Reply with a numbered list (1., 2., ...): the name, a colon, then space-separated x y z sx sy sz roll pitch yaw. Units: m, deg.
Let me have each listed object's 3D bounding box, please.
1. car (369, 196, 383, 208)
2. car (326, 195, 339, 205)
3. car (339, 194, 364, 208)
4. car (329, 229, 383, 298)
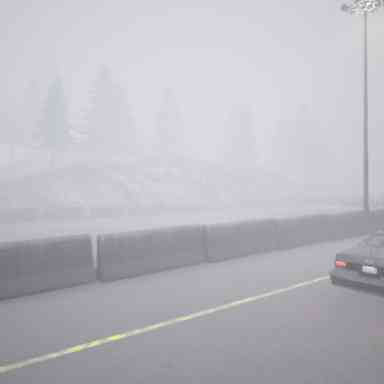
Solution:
1. car: 22.913 1.105 38.444 5.357 1.411 2.033 -1 1 -37
2. car: 19.936 1.131 44.937 4.181 1.385 1.994 -1 1 -36
3. car: 20.799 1.056 41.228 5.008 1.535 1.882 -1 1 -36
4. car: 5.414 1.508 7.826 5.357 1.411 2.033 -1 0 -36
